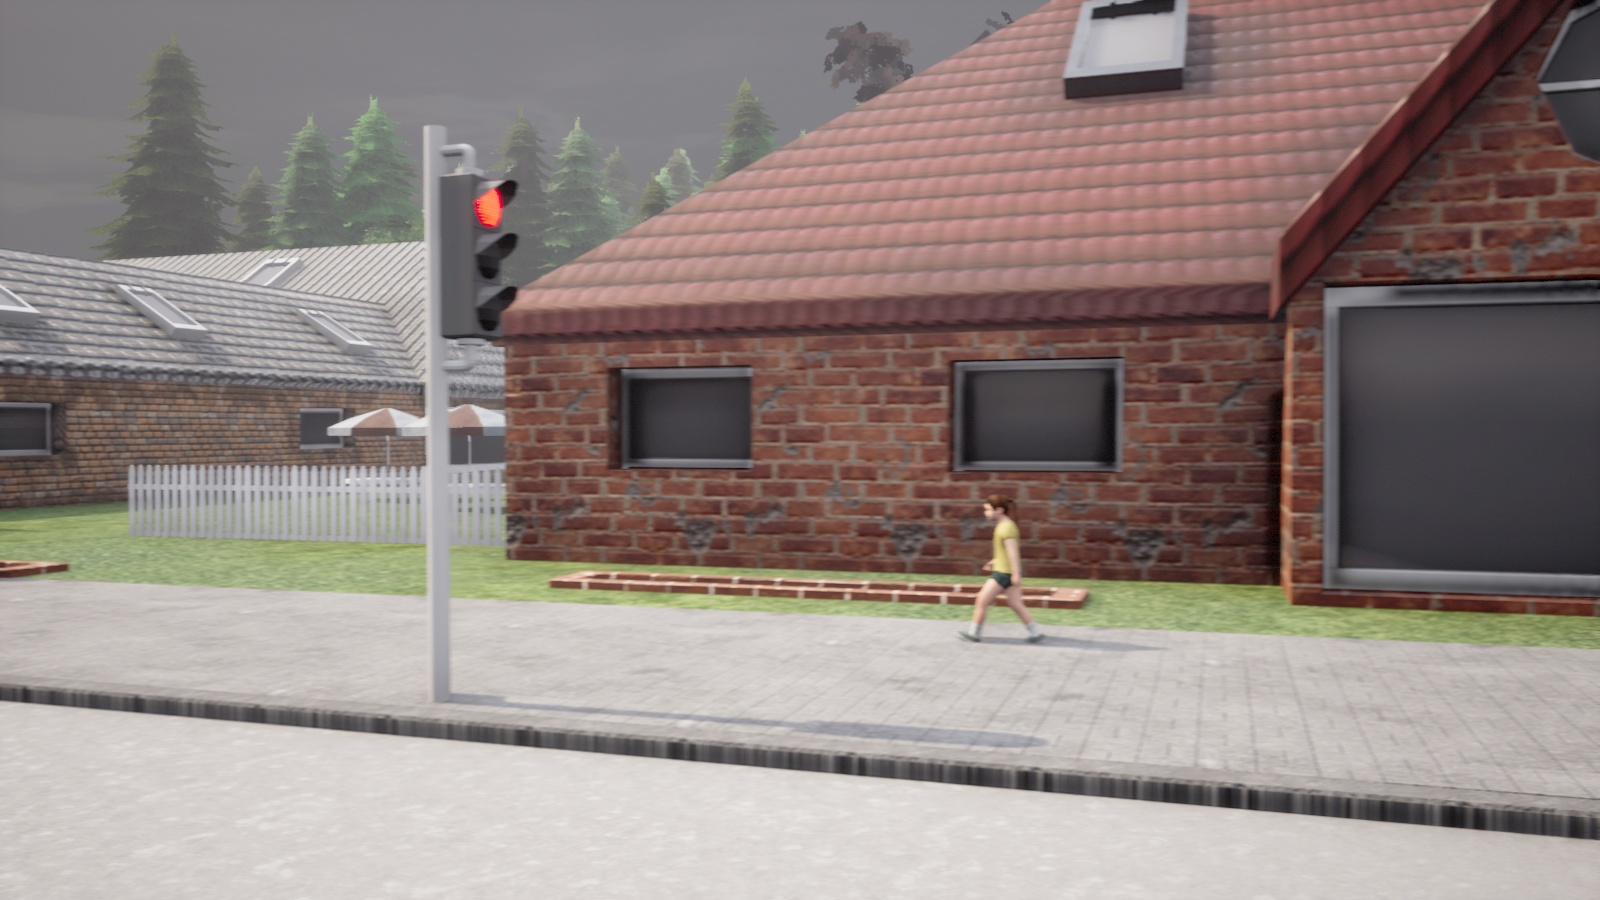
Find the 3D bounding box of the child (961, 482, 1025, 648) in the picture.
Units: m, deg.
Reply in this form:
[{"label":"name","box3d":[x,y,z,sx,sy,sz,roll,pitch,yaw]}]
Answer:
[{"label":"child","box3d":[1.334,0.782,8.679,0.394,1.110,0.255,1,1,19]}]
